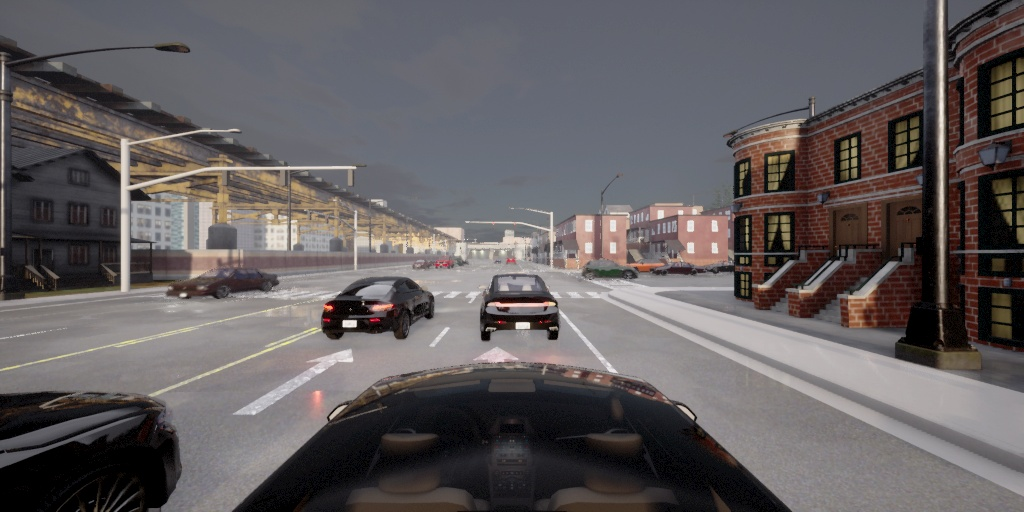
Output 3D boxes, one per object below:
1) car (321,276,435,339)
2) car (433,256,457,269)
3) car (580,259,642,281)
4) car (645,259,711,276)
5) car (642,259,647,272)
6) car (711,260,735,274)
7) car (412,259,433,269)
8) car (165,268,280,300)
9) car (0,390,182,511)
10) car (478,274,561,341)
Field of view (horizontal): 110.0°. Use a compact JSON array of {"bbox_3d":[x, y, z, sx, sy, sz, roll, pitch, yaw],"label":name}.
[{"bbox_3d":[-3.450,1.276,9.935,1.812,1.442,4.674,0,0,0],"label":"car"},{"bbox_3d":[-10.737,0.971,57.273,2.150,2.045,5.566,0,0,0],"label":"car"},{"bbox_3d":[8.026,1.102,29.828,4.553,1.767,2.097,0,0,5],"label":"car"},{"bbox_3d":[16.899,1.297,36.715,5.357,1.411,2.033,0,0,0],"label":"car"},{"bbox_3d":[14.743,1.102,40.198,4.553,1.767,2.097,0,0,0],"label":"car"},{"bbox_3d":[23.890,1.241,40.226,4.902,1.511,2.128,0,0,0],"label":"car"},{"bbox_3d":[-14.238,1.276,56.391,1.812,1.442,4.674,0,0,0],"label":"car"},{"bbox_3d":[-14.146,1.297,18.081,2.033,1.411,5.357,0,0,0],"label":"car"},{"bbox_3d":[-3.395,1.242,0.668,2.128,1.511,4.902,0,0,0],"label":"car"},{"bbox_3d":[0.092,1.242,9.902,2.128,1.511,4.902,0,0,-3],"label":"car"}]
